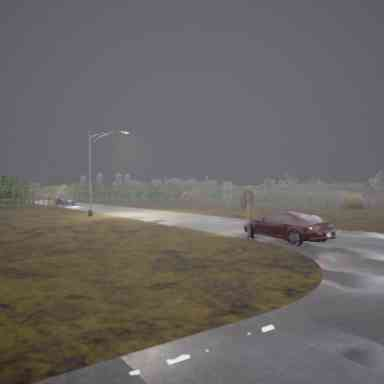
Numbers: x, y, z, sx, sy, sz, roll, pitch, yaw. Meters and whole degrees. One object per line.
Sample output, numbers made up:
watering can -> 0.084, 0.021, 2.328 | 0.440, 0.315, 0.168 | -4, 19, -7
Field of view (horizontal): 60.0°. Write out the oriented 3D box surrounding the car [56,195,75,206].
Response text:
car -> -18.952, 1.255, 49.745 | 2.128, 1.511, 4.902 | -1, 1, -35

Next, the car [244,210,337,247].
car -> 4.414, 1.556, 15.570 | 1.812, 1.442, 4.674 | -1, 1, -31
